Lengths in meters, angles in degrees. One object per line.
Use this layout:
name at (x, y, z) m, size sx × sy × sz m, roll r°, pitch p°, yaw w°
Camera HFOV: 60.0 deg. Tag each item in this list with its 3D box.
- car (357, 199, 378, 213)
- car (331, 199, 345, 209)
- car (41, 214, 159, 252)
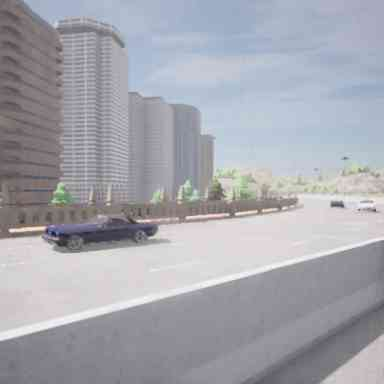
car at (19.945, 1.568, 37.861) m, size 1.812 × 1.442 × 4.674 m, roll 0°, pitch 0°, yaw 29°
car at (20.924, 1.668, 47.755) m, size 1.895 × 1.301 × 4.718 m, roll 0°, pitch 0°, yaw 23°
car at (-3.882, 1.656, 14.449) m, size 4.718 × 1.301 × 1.895 m, roll 0°, pitch 0°, yaw -40°
